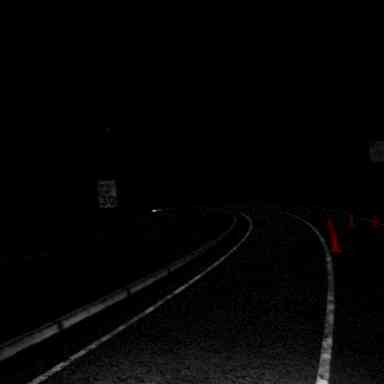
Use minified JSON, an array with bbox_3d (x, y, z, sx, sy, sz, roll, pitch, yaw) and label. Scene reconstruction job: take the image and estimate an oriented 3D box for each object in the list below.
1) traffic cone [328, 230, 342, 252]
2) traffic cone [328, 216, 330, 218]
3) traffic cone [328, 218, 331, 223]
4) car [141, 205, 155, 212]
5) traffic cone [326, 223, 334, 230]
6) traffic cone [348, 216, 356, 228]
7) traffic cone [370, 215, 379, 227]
[{"bbox_3d":[4.747,1.669,11.022,0.340,0.580,0.340,-4,0,21],"label":"traffic cone"},{"bbox_3d":[6.877,1.515,16.629,0.340,0.580,0.340,-4,0,21],"label":"traffic cone"},{"bbox_3d":[6.168,1.567,14.760,0.340,0.580,0.340,-4,0,21],"label":"traffic cone"},{"bbox_3d":[-10.366,3.612,74.645,2.033,1.411,5.357,-9,1,-36],"label":"car"},{"bbox_3d":[5.458,1.618,12.892,0.340,0.580,0.340,-4,0,21],"label":"traffic cone"},{"bbox_3d":[7.804,1.447,16.266,0.340,0.580,0.340,-4,0,22],"label":"traffic cone"},{"bbox_3d":[8.730,1.379,15.913,0.340,0.580,0.340,-4,0,21],"label":"traffic cone"}]
